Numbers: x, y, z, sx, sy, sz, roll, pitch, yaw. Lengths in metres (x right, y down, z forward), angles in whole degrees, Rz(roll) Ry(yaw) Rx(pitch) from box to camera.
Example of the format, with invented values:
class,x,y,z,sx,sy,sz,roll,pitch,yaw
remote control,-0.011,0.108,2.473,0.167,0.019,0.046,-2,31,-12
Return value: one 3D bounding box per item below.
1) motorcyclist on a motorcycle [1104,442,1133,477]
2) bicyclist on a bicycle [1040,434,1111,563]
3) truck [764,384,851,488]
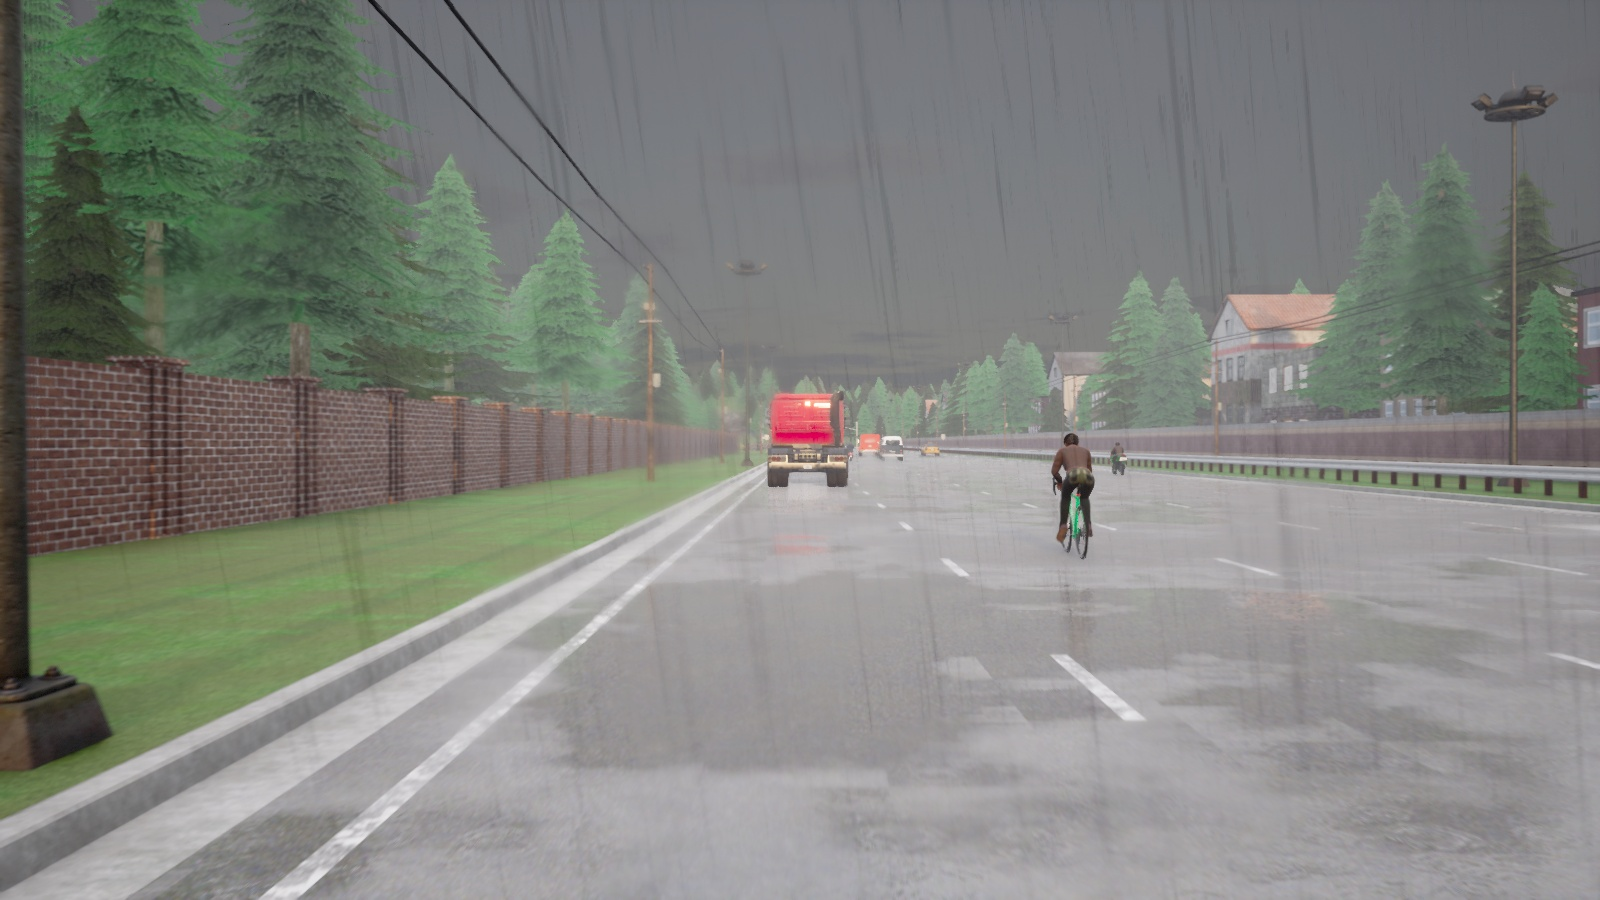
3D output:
class,x,y,z,sx,sy,sz,roll,pitch,yaw
motorcyclist on a motorcycle,14.339,0.421,56.595,0.797,1.523,2.044,0,0,0
bicyclist on a bicycle,3.610,0.609,16.555,0.582,1.620,1.656,0,0,0
truck,0.277,-0.493,45.762,2.891,3.462,7.936,0,0,0
